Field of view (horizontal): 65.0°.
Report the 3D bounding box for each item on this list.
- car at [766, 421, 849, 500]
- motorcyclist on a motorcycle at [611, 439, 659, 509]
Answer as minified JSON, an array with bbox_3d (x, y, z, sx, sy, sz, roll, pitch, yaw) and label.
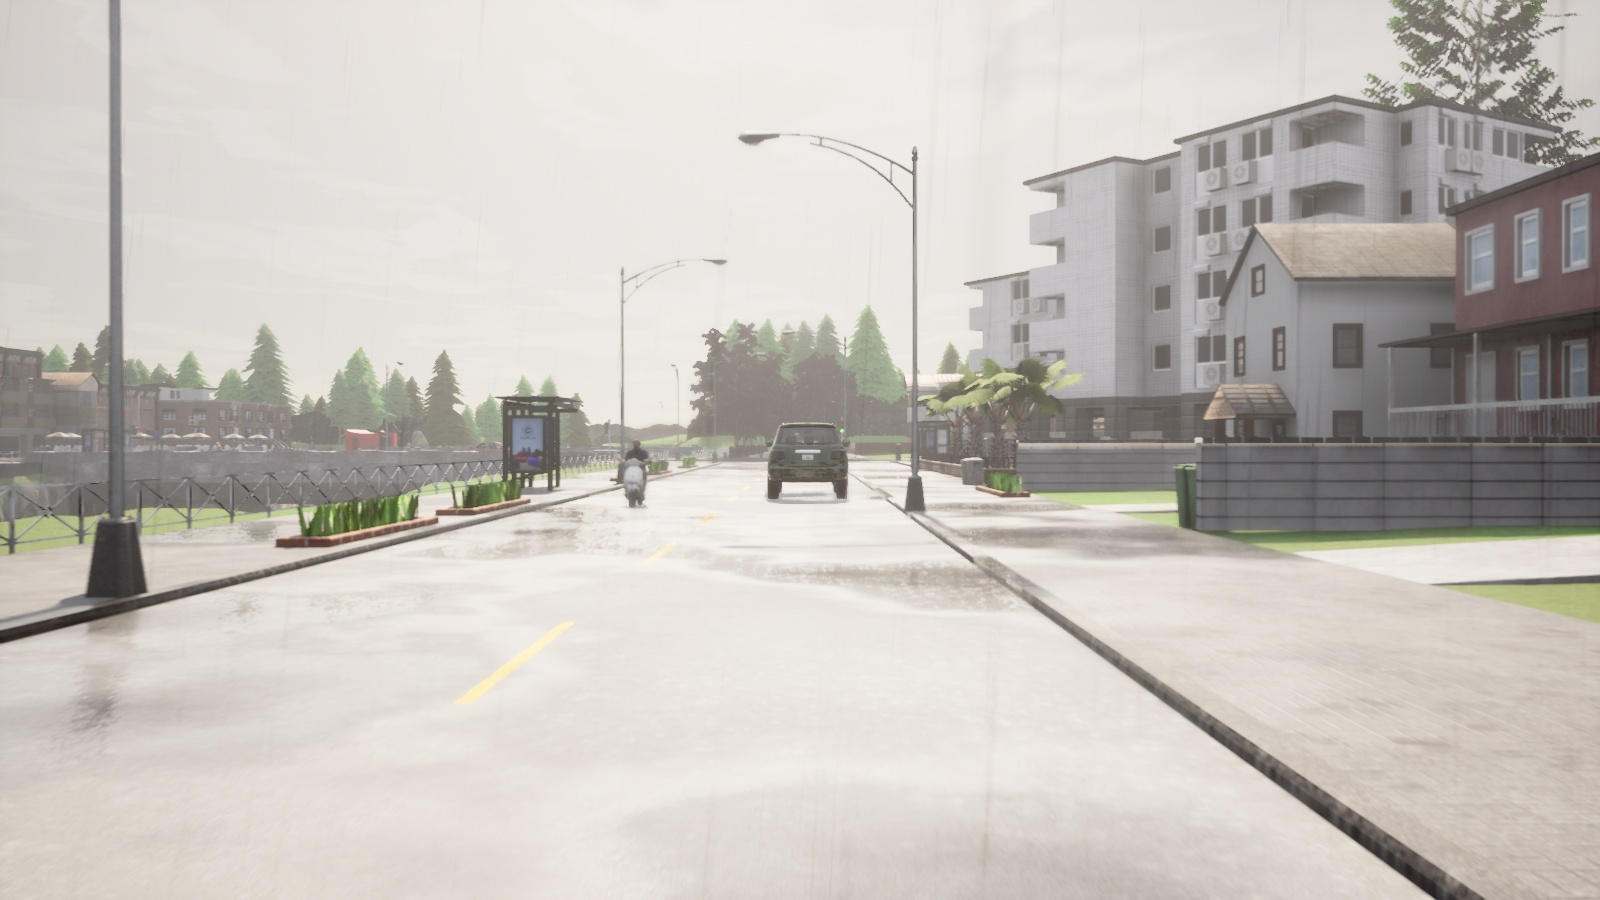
[{"bbox_3d":[0.219,0.267,35.273,2.150,2.045,5.566,0,0,0],"label":"car"},{"bbox_3d":[-3.817,0.533,29.134,0.866,1.590,1.817,0,0,0],"label":"motorcyclist on a motorcycle"}]
